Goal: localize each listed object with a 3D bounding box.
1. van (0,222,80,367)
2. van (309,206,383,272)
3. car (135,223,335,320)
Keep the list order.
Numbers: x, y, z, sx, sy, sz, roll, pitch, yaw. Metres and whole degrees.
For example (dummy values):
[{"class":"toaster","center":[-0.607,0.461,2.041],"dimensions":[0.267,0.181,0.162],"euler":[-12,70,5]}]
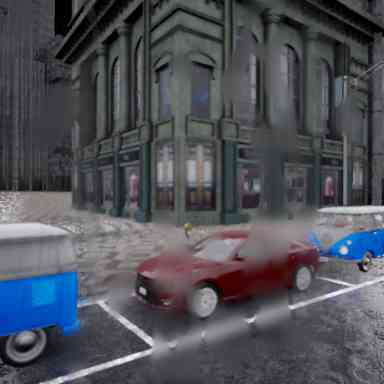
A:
[{"class":"van","center":[-3.483,1.341,4.164],"dimensions":[3.998,1.788,1.690],"euler":[0,0,-36]},{"class":"van","center":[5.377,1.345,10.483],"dimensions":[3.998,1.788,1.690],"euler":[0,0,-36]},{"class":"car","center":[0.947,1.547,7.324],"dimensions":[4.507,1.381,1.887],"euler":[0,0,-36]}]
